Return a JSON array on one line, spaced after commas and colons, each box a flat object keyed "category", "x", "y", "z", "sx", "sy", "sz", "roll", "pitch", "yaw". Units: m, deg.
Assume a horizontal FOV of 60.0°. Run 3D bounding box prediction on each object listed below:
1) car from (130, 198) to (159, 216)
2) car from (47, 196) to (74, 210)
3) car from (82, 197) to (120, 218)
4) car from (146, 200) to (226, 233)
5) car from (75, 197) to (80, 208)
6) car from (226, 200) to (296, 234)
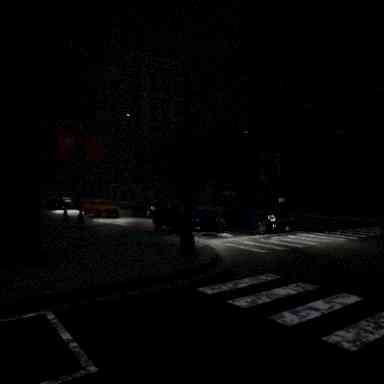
[{"category": "car", "x": -3.638, "y": 1.312, "z": 29.286, "sx": 2.097, "sy": 1.767, "sz": 4.553, "roll": 0, "pitch": 0, "yaw": -36}, {"category": "car", "x": -16.995, "y": 1.538, "z": 42.342, "sx": 1.895, "sy": 1.301, "sz": 4.718, "roll": 0, "pitch": 0, "yaw": -35}, {"category": "car", "x": -8.175, "y": 1.438, "z": 30.026, "sx": 1.882, "sy": 1.535, "sz": 5.008, "roll": 0, "pitch": 0, "yaw": -36}, {"category": "car", "x": -0.514, "y": 1.458, "z": 19.386, "sx": 1.882, "sy": 1.535, "sz": 5.008, "roll": 0, "pitch": 0, "yaw": -36}, {"category": "car", "x": -12.927, "y": 1.462, "z": 42.241, "sx": 1.812, "sy": 1.442, "sz": 4.674, "roll": 0, "pitch": 0, "yaw": -36}, {"category": "car", "x": 3.664, "y": 1.332, "z": 19.144, "sx": 2.097, "sy": 1.767, "sz": 4.553, "roll": 0, "pitch": 0, "yaw": -36}]
